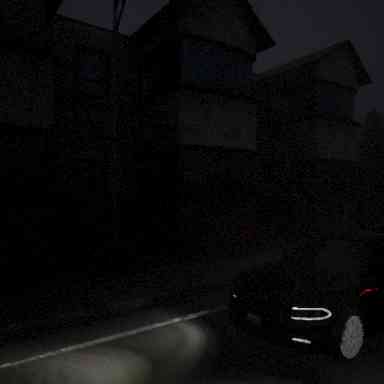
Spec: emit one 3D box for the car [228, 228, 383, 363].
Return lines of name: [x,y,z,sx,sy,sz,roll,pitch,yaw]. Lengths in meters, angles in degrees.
car: [2.885,1.482,6.056,5.008,1.535,1.882,0,0,-36]
